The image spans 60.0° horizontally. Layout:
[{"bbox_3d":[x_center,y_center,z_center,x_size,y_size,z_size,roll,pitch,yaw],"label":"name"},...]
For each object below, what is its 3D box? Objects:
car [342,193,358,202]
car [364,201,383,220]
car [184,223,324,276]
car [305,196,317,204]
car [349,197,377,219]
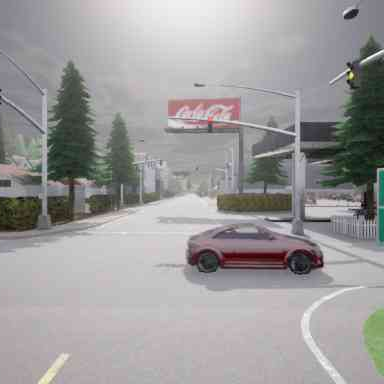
[{"bbox_3d":[34.931,1.489,71.791,2.007,1.523,4.514,0,0,0],"label":"car"},{"bbox_3d":[18.705,1.672,30.609,4.611,1.667,2.242,0,0,0],"label":"car"},{"bbox_3d":[1.853,1.680,10.421,4.181,1.385,1.994,1,0,1],"label":"car"},{"bbox_3d":[22.524,1.552,64.004,1.970,1.475,3.806,0,0,0],"label":"car"},{"bbox_3d":[14.376,1.505,24.940,3.866,1.878,1.905,0,0,0],"label":"car"}]
